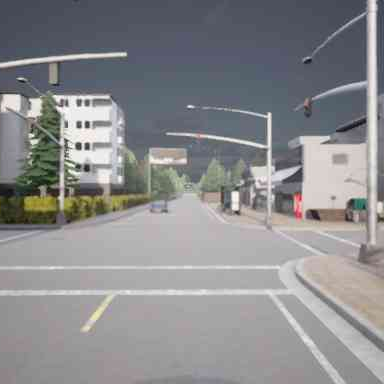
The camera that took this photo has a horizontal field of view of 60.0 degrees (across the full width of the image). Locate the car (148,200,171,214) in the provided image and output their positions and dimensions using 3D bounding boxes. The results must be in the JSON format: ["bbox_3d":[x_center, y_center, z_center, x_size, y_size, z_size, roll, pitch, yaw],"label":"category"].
[{"bbox_3d":[-3.484,1.632,36.232,1.812,1.442,4.674,0,1,0],"label":"car"}]
